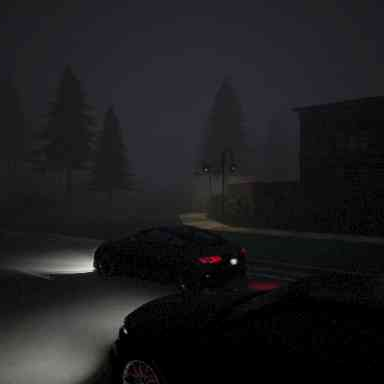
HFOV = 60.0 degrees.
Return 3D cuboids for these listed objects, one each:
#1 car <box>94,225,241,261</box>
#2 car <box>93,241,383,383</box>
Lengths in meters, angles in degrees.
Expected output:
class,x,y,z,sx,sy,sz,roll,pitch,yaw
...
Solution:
class,x,y,z,sx,sy,sz,roll,pitch,yaw
car,-0.665,1.563,8.763,4.181,1.385,1.994,0,0,36
car,1.284,1.526,3.069,4.674,1.442,1.812,0,0,36
